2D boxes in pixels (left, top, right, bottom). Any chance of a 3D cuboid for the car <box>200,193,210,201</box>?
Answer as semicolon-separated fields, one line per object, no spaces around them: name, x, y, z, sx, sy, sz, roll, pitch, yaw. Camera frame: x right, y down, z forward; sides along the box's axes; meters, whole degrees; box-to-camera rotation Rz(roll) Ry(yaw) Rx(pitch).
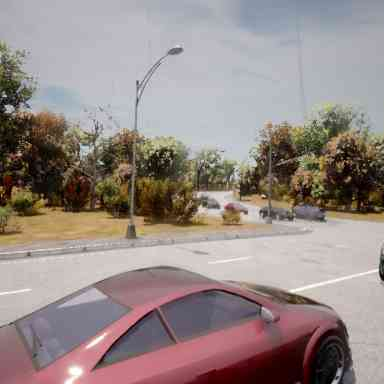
car;3.063;1.121;78.666;2.128;1.511;4.902;2;2;-1

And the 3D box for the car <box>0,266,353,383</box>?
car;-0.075;1.571;3.696;4.181;1.385;1.994;0;0;-36

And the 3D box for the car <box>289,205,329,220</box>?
car;14.771;2.568;42.231;1.882;1.535;5.008;3;0;-22

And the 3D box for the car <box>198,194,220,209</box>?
car;3.138;1.751;54.926;2.097;1.767;4.553;3;1;-14

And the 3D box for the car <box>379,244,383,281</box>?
car;6.943;1.485;8.756;4.553;1.767;2.097;2;-1;-36

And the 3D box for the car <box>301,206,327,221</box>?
car;12.928;2.525;37.641;1.994;1.385;4.181;3;-1;-24

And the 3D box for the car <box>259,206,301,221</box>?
car;9.311;2.296;36.707;1.837;1.490;4.892;3;-1;-23

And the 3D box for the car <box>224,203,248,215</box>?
car;5.962;2.204;45.364;1.812;1.442;4.674;3;0;-19
